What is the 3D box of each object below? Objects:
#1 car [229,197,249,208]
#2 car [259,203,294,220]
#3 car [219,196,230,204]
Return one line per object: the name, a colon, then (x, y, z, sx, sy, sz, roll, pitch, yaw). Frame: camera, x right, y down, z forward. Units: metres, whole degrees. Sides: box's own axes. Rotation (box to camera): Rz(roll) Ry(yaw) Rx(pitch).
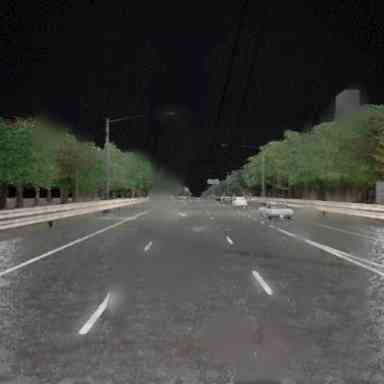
car: (7.045, 1.574, 49.035, 1.812, 1.442, 4.674, 0, 0, 0)
car: (7.000, 1.615, 28.114, 1.895, 1.301, 4.718, 0, 0, 0)
car: (7.113, 1.644, 66.089, 2.128, 1.511, 4.902, 0, 0, 0)
